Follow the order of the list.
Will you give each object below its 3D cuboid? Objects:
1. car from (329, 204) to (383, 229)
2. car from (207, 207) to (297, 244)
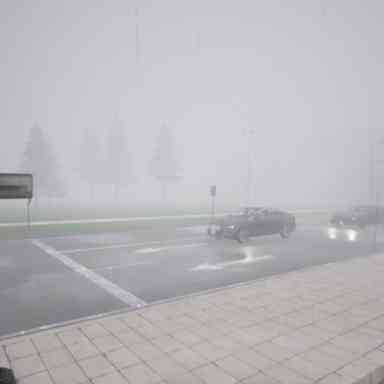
[{"bbox_3d":[11.327,1.526,21.850,5.357,1.411,2.033,0,0,-35],"label":"car"},{"bbox_3d":[2.929,1.480,15.901,4.902,1.511,2.128,0,0,-35],"label":"car"}]
